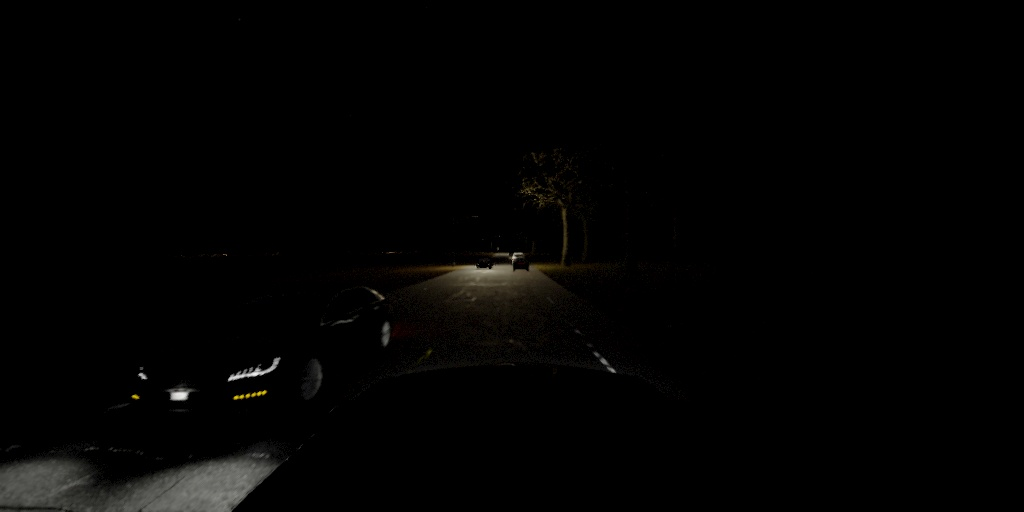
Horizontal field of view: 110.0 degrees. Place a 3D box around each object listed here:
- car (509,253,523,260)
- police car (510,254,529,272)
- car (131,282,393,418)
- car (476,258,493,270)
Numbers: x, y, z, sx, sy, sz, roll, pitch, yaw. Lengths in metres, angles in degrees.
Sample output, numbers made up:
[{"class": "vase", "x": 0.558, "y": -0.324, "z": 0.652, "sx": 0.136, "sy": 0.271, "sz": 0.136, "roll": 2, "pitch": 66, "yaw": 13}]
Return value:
[{"class": "car", "x": 1.046, "y": 0.527, "z": 58.550, "sx": 2.150, "sy": 2.045, "sz": 5.566, "roll": 0, "pitch": 1, "yaw": 0}, {"class": "police car", "x": 1.047, "y": 0.967, "z": 42.634, "sx": 1.930, "sy": 1.638, "sz": 5.238, "roll": 0, "pitch": 1, "yaw": 0}, {"class": "car", "x": -3.599, "y": 1.273, "z": 6.309, "sx": 1.837, "sy": 1.490, "sz": 4.892, "roll": 0, "pitch": 0, "yaw": 0}, {"class": "car", "x": -3.568, "y": 0.957, "z": 46.999, "sx": 1.882, "sy": 1.535, "sz": 5.008, "roll": 0, "pitch": 1, "yaw": 0}]
